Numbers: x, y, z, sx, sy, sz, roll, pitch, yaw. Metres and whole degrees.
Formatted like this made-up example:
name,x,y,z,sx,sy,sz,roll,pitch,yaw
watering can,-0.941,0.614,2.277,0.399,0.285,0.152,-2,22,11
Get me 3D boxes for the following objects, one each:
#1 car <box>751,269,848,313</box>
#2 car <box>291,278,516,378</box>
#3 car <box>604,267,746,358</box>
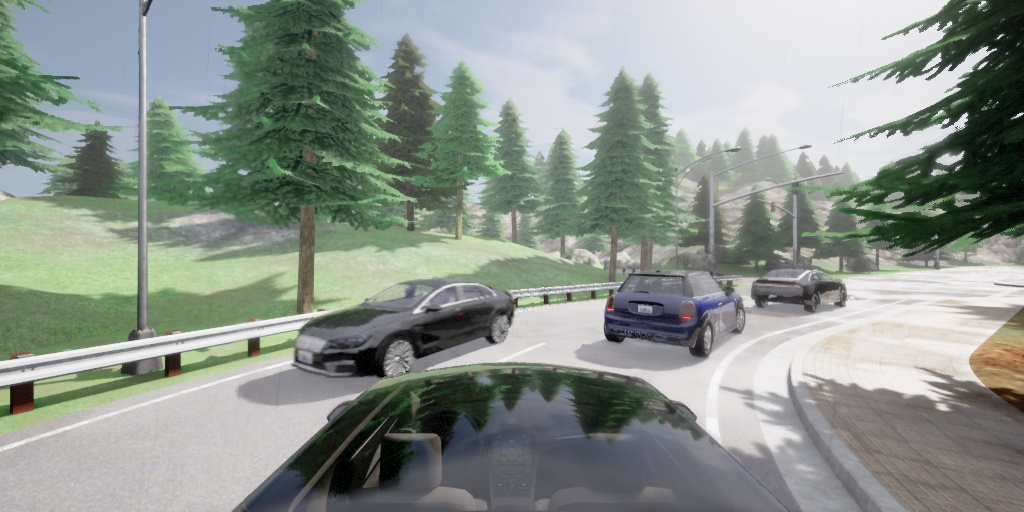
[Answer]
name,x,y,z,sx,sy,sz,roll,pitch,yaw
car,11.341,1.256,14.091,4.902,1.511,2.128,0,0,-32
car,-1.775,1.247,7.425,2.128,1.511,4.902,0,0,33
car,4.162,1.109,8.877,2.097,1.767,4.553,0,0,43
